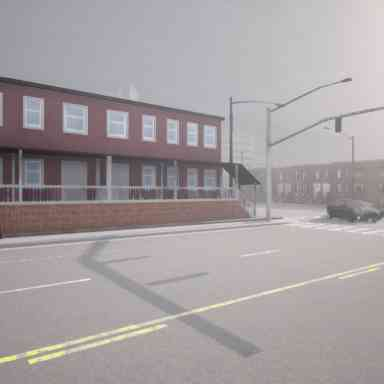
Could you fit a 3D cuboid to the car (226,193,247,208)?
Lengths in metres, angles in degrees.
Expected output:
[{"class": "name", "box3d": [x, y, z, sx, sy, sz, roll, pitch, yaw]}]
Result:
[{"class": "car", "box3d": [5.141, 1.168, 45.289, 2.150, 2.045, 5.566, 0, 0, -35]}]

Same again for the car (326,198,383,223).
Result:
[{"class": "car", "box3d": [12.269, 1.347, 25.505, 2.097, 1.767, 4.553, 0, 0, -7]}]

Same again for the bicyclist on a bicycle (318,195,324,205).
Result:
[{"class": "bicyclist on a bicycle", "box3d": [20.340, 1.278, 52.365, 1.656, 1.620, 0.582, 0, 0, -36]}]
